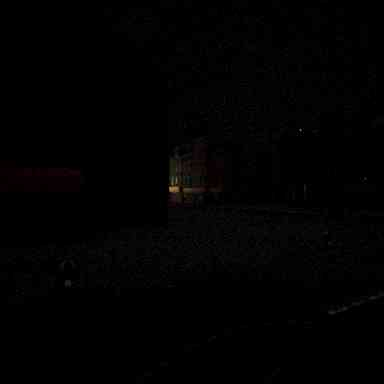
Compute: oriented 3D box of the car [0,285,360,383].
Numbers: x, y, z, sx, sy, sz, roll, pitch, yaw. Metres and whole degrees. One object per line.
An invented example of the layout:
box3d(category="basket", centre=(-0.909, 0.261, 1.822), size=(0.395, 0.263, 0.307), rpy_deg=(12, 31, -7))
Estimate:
box3d(category="car", centre=(-0.452, 1.566, 2.481), size=(4.313, 1.339, 1.947), rpy_deg=(0, 0, -35))
